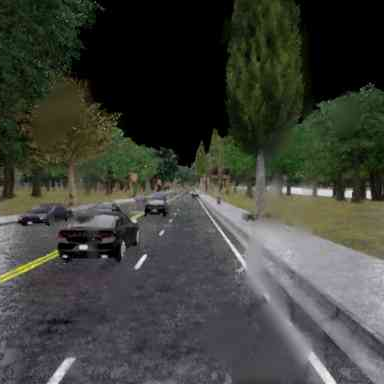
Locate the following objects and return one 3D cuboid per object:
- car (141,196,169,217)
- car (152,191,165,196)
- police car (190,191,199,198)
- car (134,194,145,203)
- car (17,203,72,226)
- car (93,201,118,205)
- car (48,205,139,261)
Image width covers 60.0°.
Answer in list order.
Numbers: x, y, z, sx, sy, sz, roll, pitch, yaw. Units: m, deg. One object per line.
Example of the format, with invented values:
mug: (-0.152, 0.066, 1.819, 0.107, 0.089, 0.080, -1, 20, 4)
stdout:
car: (-3.152, 1.396, 30.474, 1.882, 1.535, 5.008, 0, 0, 0)
car: (-6.514, 0.912, 65.836, 2.150, 2.045, 5.566, 0, 1, 0)
police car: (0.969, 0.817, 94.699, 1.930, 1.638, 5.238, 0, 1, 0)
car: (-9.769, 1.204, 63.399, 1.837, 1.490, 4.892, 0, 1, 0)
car: (-9.852, 1.489, 22.880, 2.033, 1.411, 5.357, 0, 0, 0)
car: (-6.599, 1.428, 24.981, 2.128, 1.511, 4.902, 0, 0, 0)
car: (-3.151, 1.446, 12.123, 1.882, 1.535, 5.008, 0, 0, 0)
